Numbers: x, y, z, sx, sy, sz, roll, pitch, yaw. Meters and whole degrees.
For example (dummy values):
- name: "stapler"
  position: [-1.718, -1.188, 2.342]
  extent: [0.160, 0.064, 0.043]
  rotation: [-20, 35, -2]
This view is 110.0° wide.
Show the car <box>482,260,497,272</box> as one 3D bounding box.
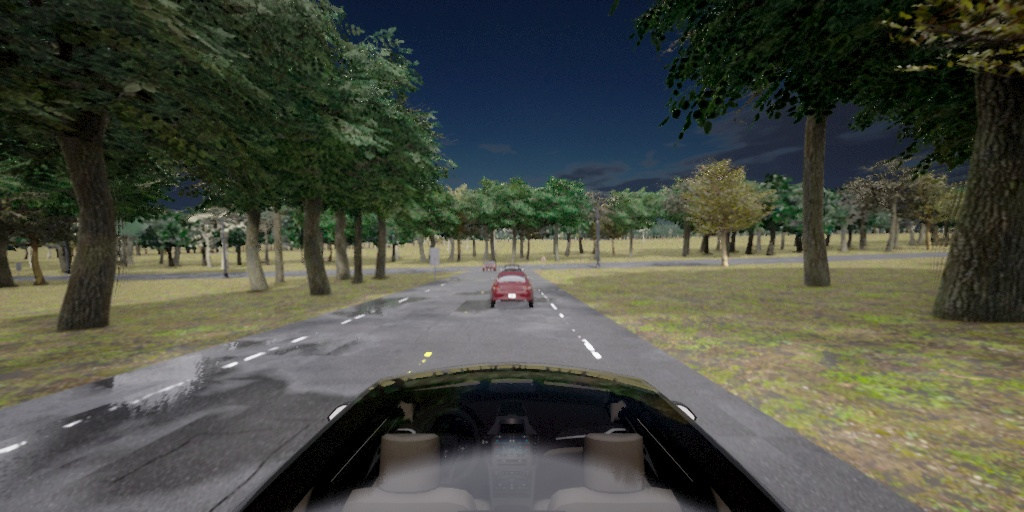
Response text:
- name: "car"
  position: [-3.506, 1.510, 56.549]
  extent: [2.097, 1.767, 4.553]
  rotation: [0, 0, 0]

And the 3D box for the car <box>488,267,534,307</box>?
- name: "car"
  position: [0.004, 1.399, 16.233]
  extent: [1.812, 1.442, 4.674]
  rotation: [0, 0, 0]

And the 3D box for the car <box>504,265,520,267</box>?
- name: "car"
  position: [0.002, 1.493, 31.171]
  extent: [1.837, 1.490, 4.892]
  rotation: [0, 0, 0]
